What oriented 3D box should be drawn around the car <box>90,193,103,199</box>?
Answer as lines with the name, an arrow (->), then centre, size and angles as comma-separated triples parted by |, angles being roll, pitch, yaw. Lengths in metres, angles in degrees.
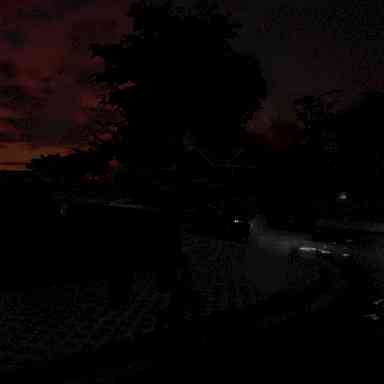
car -> -25.860, 0.946, 89.982 | 2.097, 1.767, 4.553 | -1, 0, 5

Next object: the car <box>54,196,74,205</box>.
car -> -17.931, 1.247, 46.498 | 1.895, 1.301, 4.718 | -1, 1, -31

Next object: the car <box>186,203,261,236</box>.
car -> 1.538, 1.365, 17.984 | 2.128, 1.511, 4.902 | -1, 1, -35

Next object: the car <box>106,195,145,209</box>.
car -> -5.587, 1.315, 28.261 | 1.812, 1.442, 4.674 | -1, 1, -35
